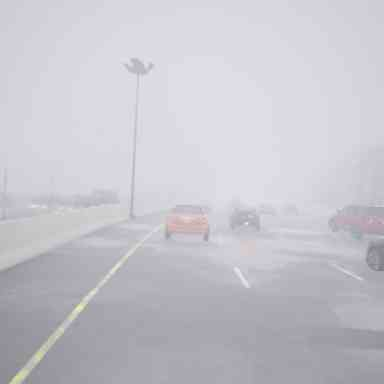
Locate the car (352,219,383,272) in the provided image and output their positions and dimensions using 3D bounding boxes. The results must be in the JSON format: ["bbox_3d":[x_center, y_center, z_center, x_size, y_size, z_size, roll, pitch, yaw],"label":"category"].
[{"bbox_3d":[6.766,1.832,9.172,2.128,1.511,4.902,3,0,-1],"label":"car"}]

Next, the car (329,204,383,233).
[{"bbox_3d":[10.404,1.749,20.393,2.150,2.045,5.566,3,0,2],"label":"car"}]

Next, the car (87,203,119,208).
[{"bbox_3d":[-9.592,0.758,35.558,2.150,2.045,5.566,3,0,7],"label":"car"}]

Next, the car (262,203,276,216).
[{"bbox_3d":[8.683,2.012,38.922,1.994,1.385,4.181,3,0,7],"label":"car"}]

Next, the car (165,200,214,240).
[{"bbox_3d":[-0.149,1.350,17.454,2.097,1.767,4.553,3,0,2],"label":"car"}]

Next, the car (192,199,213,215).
[{"bbox_3d":[1.237,1.601,36.327,1.812,1.442,4.674,3,0,7],"label":"car"}]

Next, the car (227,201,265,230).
[{"bbox_3d":[3.511,1.689,22.849,1.837,1.490,4.892,2,0,3],"label":"car"}]

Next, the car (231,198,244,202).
[{"bbox_3d":[6.473,1.694,48.690,2.097,1.767,4.553,3,0,8],"label":"car"}]

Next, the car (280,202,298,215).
[{"bbox_3d":[12.871,2.152,44.092,2.128,1.511,4.902,3,0,8],"label":"car"}]
